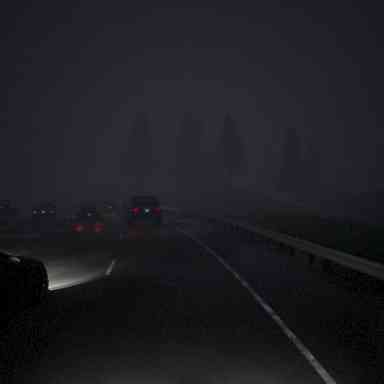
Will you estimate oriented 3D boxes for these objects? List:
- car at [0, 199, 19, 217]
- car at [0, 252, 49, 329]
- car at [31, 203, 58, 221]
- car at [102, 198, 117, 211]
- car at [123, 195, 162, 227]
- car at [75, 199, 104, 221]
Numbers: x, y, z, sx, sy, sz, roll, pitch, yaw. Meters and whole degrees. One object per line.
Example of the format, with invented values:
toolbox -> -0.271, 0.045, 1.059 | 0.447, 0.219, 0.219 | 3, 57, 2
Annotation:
car -> -18.022, 1.429, 32.207 | 2.097, 1.767, 4.553 | 0, 0, -24
car -> -3.928, 1.580, 5.385 | 1.994, 1.385, 4.181 | 0, 0, -4
car -> -12.423, 1.604, 28.117 | 2.033, 1.411, 5.357 | 0, 0, -21
car -> -10.643, 1.562, 40.840 | 1.837, 1.490, 4.892 | 0, 0, -28
car -> -3.544, 1.247, 23.334 | 2.150, 2.045, 5.566 | 0, 0, -16
car -> -8.824, 1.571, 28.203 | 1.812, 1.442, 4.674 | 0, 0, -20
